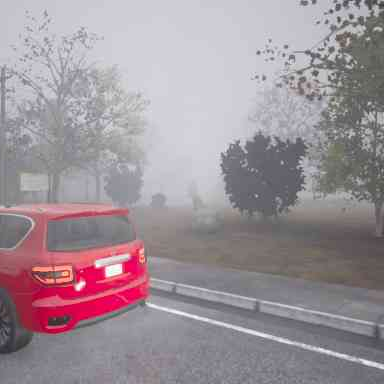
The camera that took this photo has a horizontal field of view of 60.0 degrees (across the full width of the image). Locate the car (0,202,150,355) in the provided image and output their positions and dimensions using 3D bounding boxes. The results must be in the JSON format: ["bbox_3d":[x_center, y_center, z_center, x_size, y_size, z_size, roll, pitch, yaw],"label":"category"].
[{"bbox_3d":[-3.313,1.221,6.343,5.566,2.045,2.150,0,0,35],"label":"car"}]
